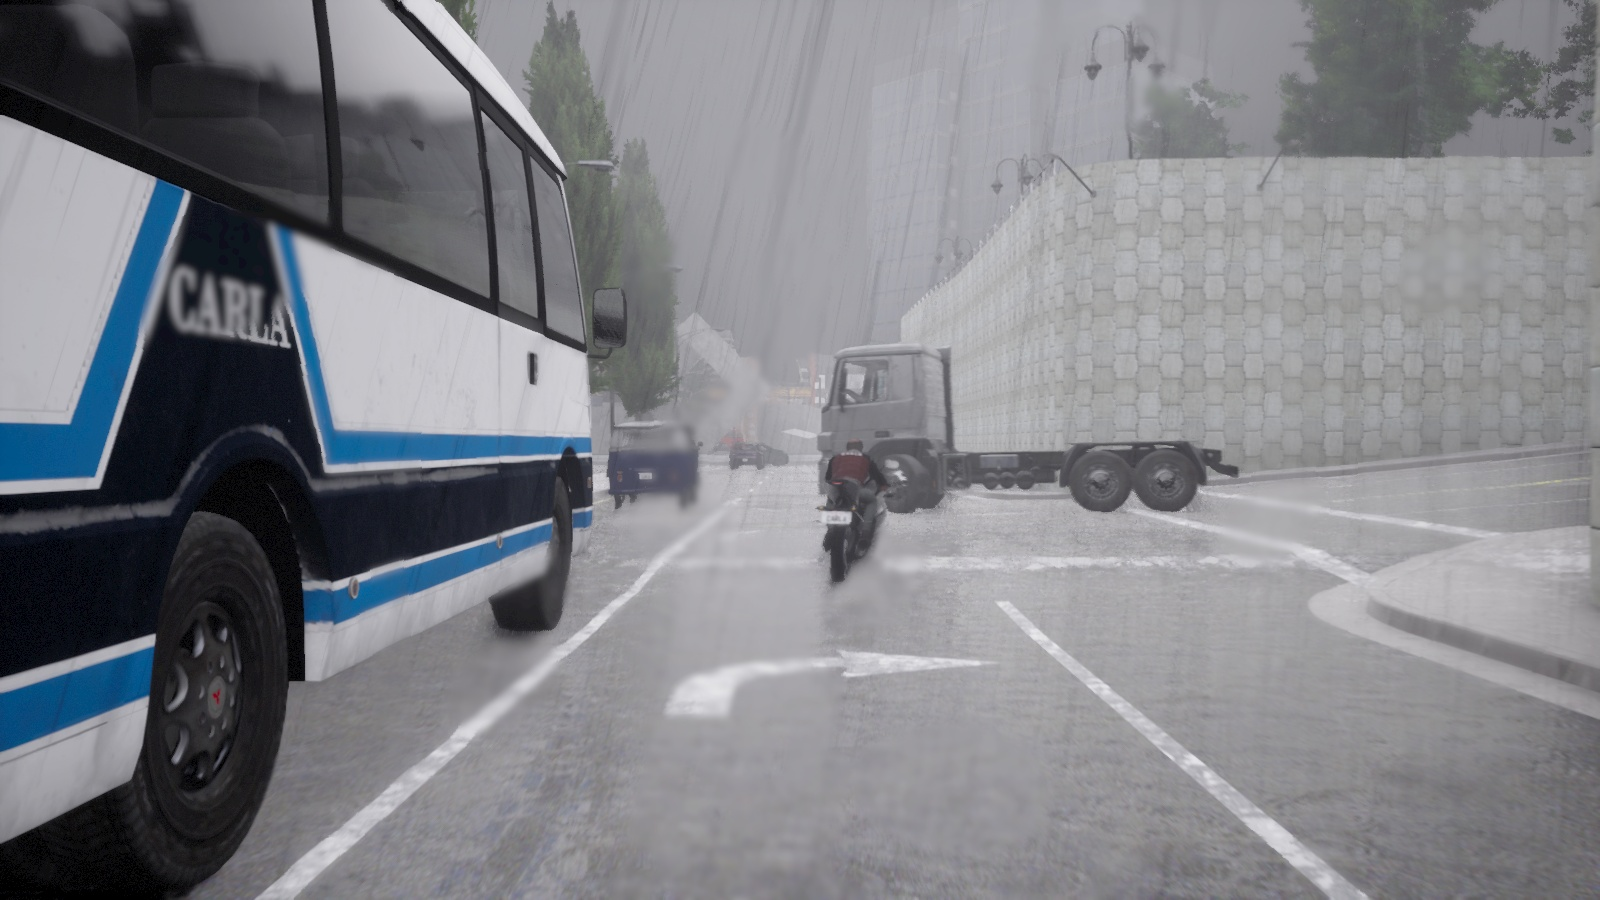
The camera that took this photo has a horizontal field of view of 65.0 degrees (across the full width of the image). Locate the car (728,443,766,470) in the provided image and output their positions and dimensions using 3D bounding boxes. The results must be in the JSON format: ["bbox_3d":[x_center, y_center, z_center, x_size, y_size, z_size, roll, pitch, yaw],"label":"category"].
[{"bbox_3d":[-2.977,0.355,71.441,1.816,1.474,4.193,0,0,2],"label":"car"}]

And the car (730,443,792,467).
[{"bbox_3d":[-2.446,0.312,79.224,3.633,1.501,1.845,0,0,-12],"label":"car"}]

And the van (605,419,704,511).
[{"bbox_3d":[-3.320,0.318,29.482,1.775,1.987,4.442,0,0,0],"label":"van"}]

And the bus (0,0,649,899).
[{"bbox_3d":[-3.444,-0.672,6.887,3.944,4.253,10.273,0,0,0],"label":"bus"}]

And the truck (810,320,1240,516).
[{"bbox_3d":[4.437,-0.513,24.959,7.936,3.462,2.891,-1,0,17],"label":"truck"}]

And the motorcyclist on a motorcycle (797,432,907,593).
[{"bbox_3d":[0.638,0.644,14.330,0.866,1.530,2.191,1,5,13],"label":"motorcyclist on a motorcycle"}]
